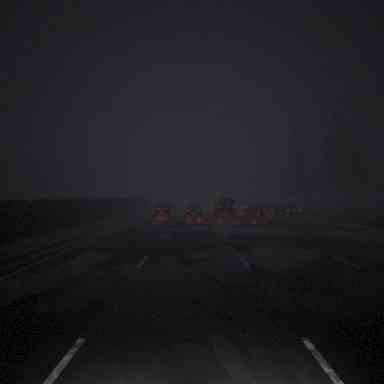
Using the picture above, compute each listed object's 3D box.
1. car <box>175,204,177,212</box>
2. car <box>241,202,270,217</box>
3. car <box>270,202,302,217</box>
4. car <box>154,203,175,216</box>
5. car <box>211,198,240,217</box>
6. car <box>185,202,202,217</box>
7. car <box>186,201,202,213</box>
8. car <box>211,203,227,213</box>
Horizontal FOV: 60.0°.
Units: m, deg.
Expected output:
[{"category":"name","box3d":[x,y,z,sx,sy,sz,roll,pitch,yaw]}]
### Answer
[{"category":"car","box3d":[-3.241,2.168,47.106,1.994,1.385,4.181,0,-1,0]},{"category":"car","box3d":[7.209,2.095,38.310,1.895,1.301,4.718,0,-1,0]},{"category":"car","box3d":[10.704,2.031,37.427,2.033,1.411,5.357,0,-1,0]},{"category":"car","box3d":[-3.291,1.997,38.340,1.837,1.490,4.892,0,-1,0]},{"category":"car","box3d":[3.705,1.705,37.501,2.150,2.045,5.566,0,-1,0]},{"category":"car","box3d":[0.207,2.089,37.932,1.895,1.301,4.718,0,-1,0]},{"category":"car","box3d":[0.258,2.096,47.073,2.128,1.511,4.902,0,-1,0]},{"category":"car","box3d":[3.758,2.207,47.095,1.895,1.301,4.718,0,-1,0]}]
